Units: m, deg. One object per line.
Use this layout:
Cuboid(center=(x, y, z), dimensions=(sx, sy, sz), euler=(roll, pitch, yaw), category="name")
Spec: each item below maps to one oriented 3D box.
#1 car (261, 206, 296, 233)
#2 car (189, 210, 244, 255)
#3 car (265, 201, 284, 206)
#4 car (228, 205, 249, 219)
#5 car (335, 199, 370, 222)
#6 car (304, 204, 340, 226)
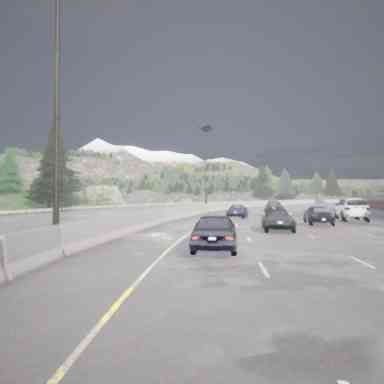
Cuboid(center=(5.658, 1.837, 22.048), dimensions=(1.994, 1.385, 4.181), euler=(0, -1, 9), category="car")
Cuboid(center=(0.979, 1.718, 14.190), dimensions=(2.033, 1.411, 5.357), euler=(0, -1, 6), category="car")
Cuboid(center=(9.509, 1.826, 38.422), dimensions=(2.097, 1.767, 4.553), euler=(0, -1, 16), category="car")
Cuboid(center=(4.782, 1.982, 34.573), dimensions=(1.994, 1.385, 4.181), euler=(0, -1, 15), category="car")
Cuboid(center=(14.484, 1.613, 30.317), dimensions=(2.150, 2.045, 5.566), euler=(0, -1, 13), category="car")
Cuboid(center=(10.041, 1.861, 26.442), dimensions=(1.812, 1.442, 4.674), euler=(0, -1, 12), category="car")
